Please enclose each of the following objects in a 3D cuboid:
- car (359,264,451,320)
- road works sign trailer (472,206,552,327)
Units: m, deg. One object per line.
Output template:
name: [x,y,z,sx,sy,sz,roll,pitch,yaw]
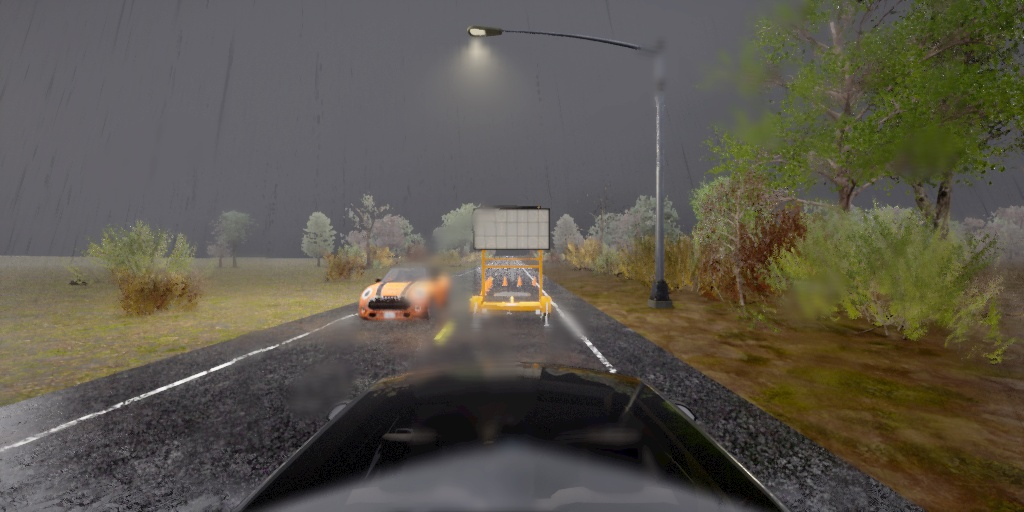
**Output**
car: [-3.494,1.101,12.483,2.097,1.767,4.553,0,0,0]
road works sign trailer: [0.006,0.214,11.511,2.380,3.560,2.880,0,0,0]
